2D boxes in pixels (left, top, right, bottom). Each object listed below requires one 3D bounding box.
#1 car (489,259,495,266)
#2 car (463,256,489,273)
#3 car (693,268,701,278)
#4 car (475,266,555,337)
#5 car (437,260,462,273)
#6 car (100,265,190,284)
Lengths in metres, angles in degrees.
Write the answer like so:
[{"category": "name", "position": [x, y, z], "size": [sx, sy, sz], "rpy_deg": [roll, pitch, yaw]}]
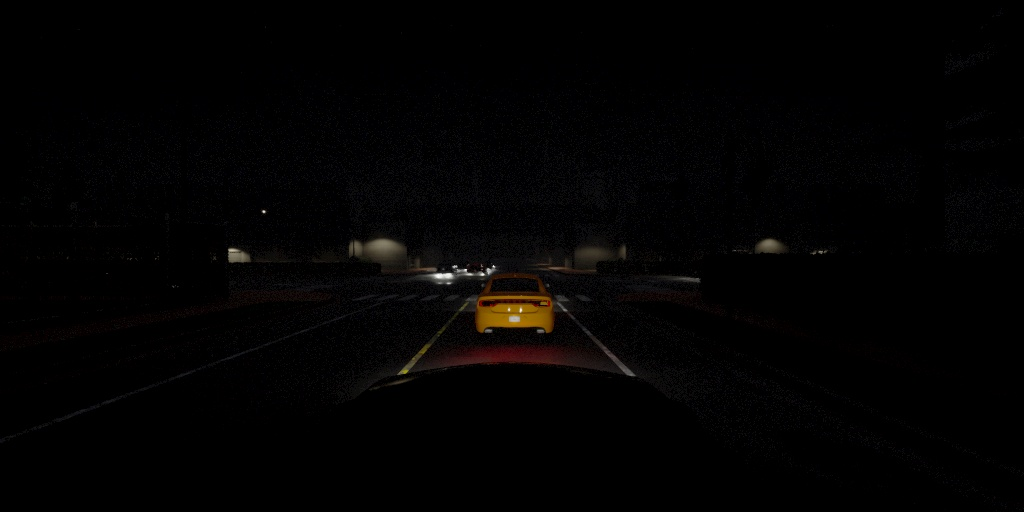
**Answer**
[{"category": "car", "position": [-4.264, 1.367, 57.115], "size": [1.895, 1.301, 4.718], "rpy_deg": [0, 0, 0]}, {"category": "car", "position": [-4.267, 1.120, 43.538], "size": [2.097, 1.767, 4.553], "rpy_deg": [0, 0, 0]}, {"category": "car", "position": [19.058, 1.271, 32.471], "size": [4.892, 1.490, 1.837], "rpy_deg": [0, 0, 0]}, {"category": "car", "position": [0.095, 1.228, 10.318], "size": [1.882, 1.535, 5.008], "rpy_deg": [0, 0, 1]}, {"category": "car", "position": [-7.811, 1.257, 43.561], "size": [2.128, 1.511, 4.902], "rpy_deg": [0, 0, 2]}, {"category": "car", "position": [-25.988, 1.314, 25.403], "size": [5.357, 1.411, 2.033], "rpy_deg": [0, 0, 0]}]
